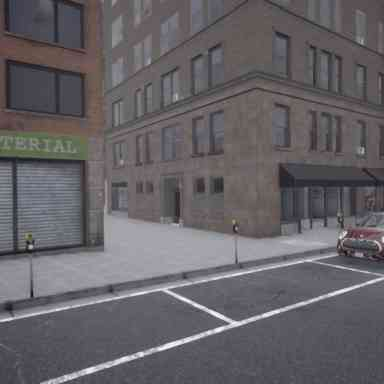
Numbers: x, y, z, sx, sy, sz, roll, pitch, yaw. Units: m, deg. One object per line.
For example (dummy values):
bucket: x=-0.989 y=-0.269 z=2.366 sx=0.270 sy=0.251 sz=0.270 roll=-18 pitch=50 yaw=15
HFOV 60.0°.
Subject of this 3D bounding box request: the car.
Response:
car: x=6.829 y=1.436 z=11.539 sx=4.097 sy=1.590 sz=1.967 roll=0 pitch=-1 yaw=-36
